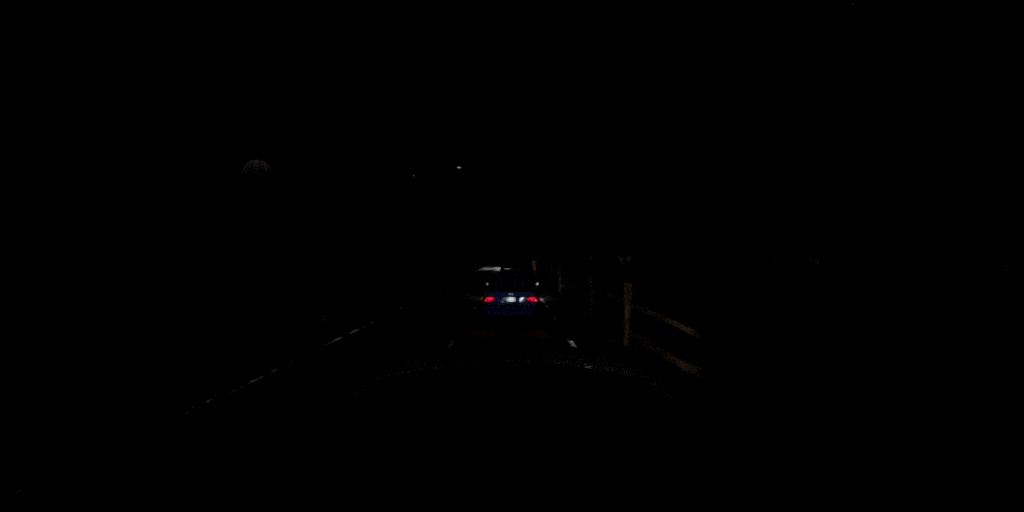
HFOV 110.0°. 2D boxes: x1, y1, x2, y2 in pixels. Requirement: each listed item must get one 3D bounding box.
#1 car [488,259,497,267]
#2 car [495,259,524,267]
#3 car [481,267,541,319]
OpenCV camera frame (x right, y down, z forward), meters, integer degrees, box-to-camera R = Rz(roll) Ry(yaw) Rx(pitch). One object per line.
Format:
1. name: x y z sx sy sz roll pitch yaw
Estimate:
1. car: -2.916 1.212 59.968 1.895 1.301 4.718 0 0 0
2. car: -0.016 1.170 29.738 2.128 1.511 4.902 0 0 0
3. car: 0.004 1.270 12.600 2.033 1.411 5.357 0 0 1
